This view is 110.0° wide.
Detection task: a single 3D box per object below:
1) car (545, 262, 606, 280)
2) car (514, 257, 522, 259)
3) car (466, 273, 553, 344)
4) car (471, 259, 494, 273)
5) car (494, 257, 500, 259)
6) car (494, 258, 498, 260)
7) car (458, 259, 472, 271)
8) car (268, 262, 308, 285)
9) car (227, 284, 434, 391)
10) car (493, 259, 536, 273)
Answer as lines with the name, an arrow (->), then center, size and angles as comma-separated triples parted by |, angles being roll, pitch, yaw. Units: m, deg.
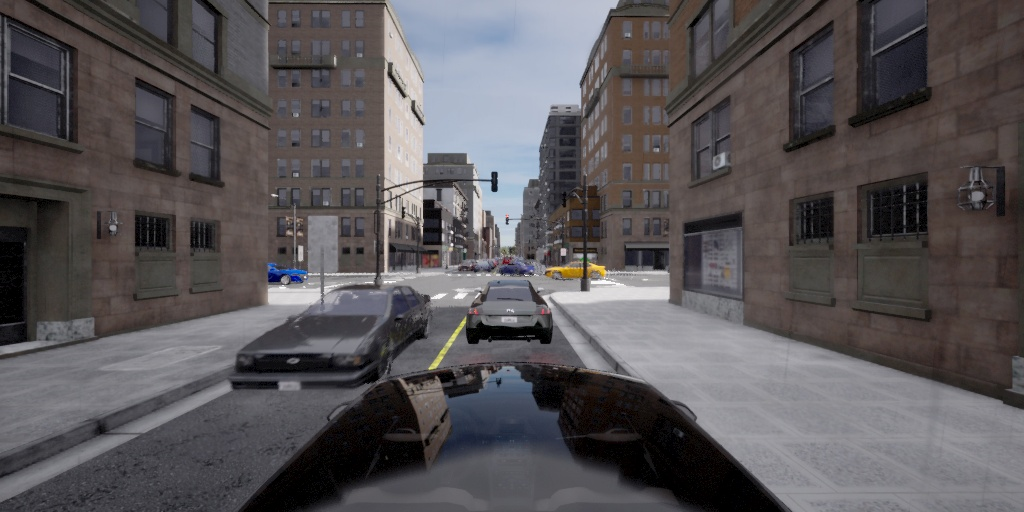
car -> 5.257, 1.209, 29.920 | 5.008, 1.535, 1.882 | 0, 0, -1
car -> 1.787, 1.386, 65.181 | 1.948, 1.339, 4.313 | 0, 0, 0
car -> -0.067, 1.314, 9.578 | 1.994, 1.385, 4.181 | 0, 0, 0
car -> -3.560, 1.309, 44.633 | 1.812, 1.442, 4.674 | 0, 0, 1
car -> -3.653, 1.296, 64.265 | 1.882, 1.535, 5.008 | 0, 0, 0
car -> -3.608, 1.347, 54.313 | 2.033, 1.411, 5.357 | 0, 0, 0
car -> -6.108, 1.230, 48.587 | 1.967, 1.591, 4.097 | 0, 0, 0
car -> -17.575, 1.288, 26.167 | 5.008, 1.535, 1.882 | 0, 0, 1
car -> -2.916, 1.297, 7.309 | 2.033, 1.411, 5.357 | 0, 0, -1
car -> 0.459, 1.297, 36.957 | 1.812, 1.442, 4.674 | -1, 1, -40
